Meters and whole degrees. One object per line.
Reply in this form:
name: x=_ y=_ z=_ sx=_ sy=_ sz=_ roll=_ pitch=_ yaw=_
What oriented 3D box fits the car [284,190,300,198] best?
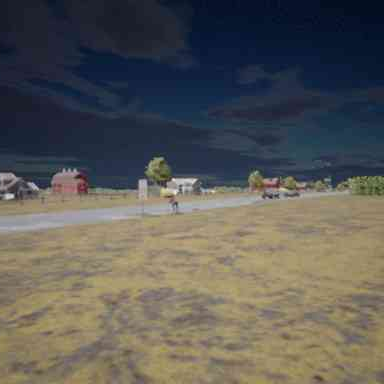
car: x=19.661 y=0.345 z=65.571 sx=2.033 sy=1.411 sz=5.357 roll=1 pitch=1 yaw=35

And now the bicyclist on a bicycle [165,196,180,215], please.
bicyclist on a bicycle: x=-1.675 y=1.152 z=28.825 sx=1.656 sy=1.620 sz=0.582 roll=-1 pitch=1 yaw=35

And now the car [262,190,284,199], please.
car: x=13.660 y=0.479 z=57.125 sx=1.837 sy=1.490 sz=4.892 roll=1 pitch=1 yaw=35
